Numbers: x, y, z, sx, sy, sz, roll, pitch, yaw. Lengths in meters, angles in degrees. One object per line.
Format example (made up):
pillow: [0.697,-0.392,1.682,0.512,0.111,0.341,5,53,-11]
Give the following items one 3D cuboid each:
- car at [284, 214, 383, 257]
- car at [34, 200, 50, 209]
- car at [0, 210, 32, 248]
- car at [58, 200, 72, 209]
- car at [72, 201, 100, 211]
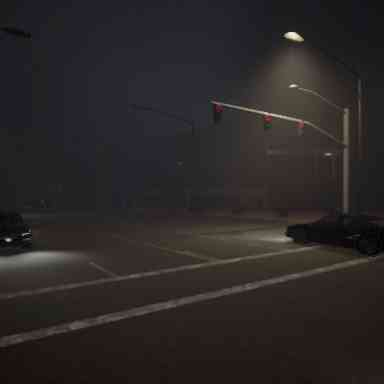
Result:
car: [6.217,1.577,13.224,2.033,1.411,5.357,0,0,-30]
car: [-25.298,2.070,56.073,2.128,1.511,4.902,0,-1,-36]
car: [-8.291,1.563,14.437,1.837,1.490,4.892,0,-1,-36]
car: [-21.199,2.123,56.385,1.994,1.385,4.181,0,-1,-36]
car: [-15.008,1.979,47.861,2.033,1.411,5.357,0,-1,-36]
